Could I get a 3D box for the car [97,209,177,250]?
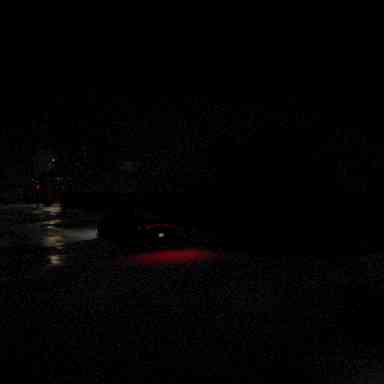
[{"bbox_3d":[-2.560,1.458,14.494,1.882,1.535,5.008,0,0,-35],"label":"car"}]
